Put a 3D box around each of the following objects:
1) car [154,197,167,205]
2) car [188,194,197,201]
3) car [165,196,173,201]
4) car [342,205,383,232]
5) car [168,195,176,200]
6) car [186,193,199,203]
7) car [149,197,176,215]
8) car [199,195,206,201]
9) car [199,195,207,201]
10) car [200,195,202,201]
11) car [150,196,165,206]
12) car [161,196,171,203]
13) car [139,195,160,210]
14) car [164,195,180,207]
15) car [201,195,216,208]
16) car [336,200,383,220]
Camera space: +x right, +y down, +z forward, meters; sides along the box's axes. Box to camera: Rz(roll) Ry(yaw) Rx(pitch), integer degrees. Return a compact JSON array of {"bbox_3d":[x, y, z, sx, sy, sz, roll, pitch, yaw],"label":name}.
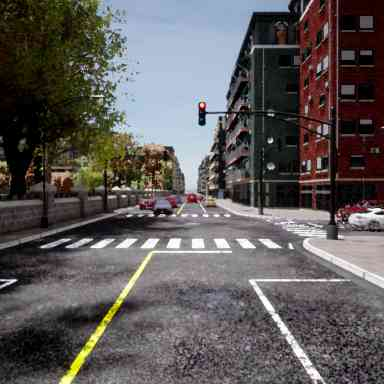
[{"bbox_3d":[-5.660,1.566,60.542,1.887,1.381,4.507,0,0,0],"label":"car"},{"bbox_3d":[0.044,1.306,79.641,2.097,1.767,4.553,0,0,0],"label":"car"},{"bbox_3d":[-5.647,1.624,82.683,1.802,1.307,4.206,0,0,0],"label":"car"},{"bbox_3d":[12.705,1.791,21.645,4.674,1.442,1.812,1,0,2],"label":"car"},{"bbox_3d":[-5.642,1.579,93.583,1.752,1.417,4.829,0,0,0],"label":"car"},{"bbox_3d":[0.039,1.250,69.281,2.150,2.045,5.566,0,0,0],"label":"car"},{"bbox_3d":[-2.919,1.552,33.662,2.033,1.411,5.357,0,0,-3],"label":"car"},{"bbox_3d":[2.736,1.593,88.214,1.887,1.381,4.507,0,0,0],"label":"car"},{"bbox_3d":[2.733,1.586,82.679,1.887,1.381,4.507,0,0,0],"label":"car"},{"bbox_3d":[2.718,1.562,55.003,1.887,1.381,4.507,0,0,0],"label":"car"},{"bbox_3d":[-5.663,1.457,55.007,1.967,1.590,4.097,0,0,0],"label":"car"},{"bbox_3d":[-5.654,1.613,71.612,1.802,1.307,4.206,0,0,0],"label":"car"},{"bbox_3d":[-5.669,1.324,43.937,2.192,1.841,5.009,0,0,0],"label":"car"},{"bbox_3d":[-3.071,1.490,47.549,1.882,1.535,5.008,0,1,0],"label":"car"},{"bbox_3d":[2.715,1.538,49.638,1.752,1.417,4.829,0,0,0],"label":"car"},{"bbox_3d":[14.631,1.591,27.353,5.009,1.841,2.192,1,-1,0],"label":"car"}]
